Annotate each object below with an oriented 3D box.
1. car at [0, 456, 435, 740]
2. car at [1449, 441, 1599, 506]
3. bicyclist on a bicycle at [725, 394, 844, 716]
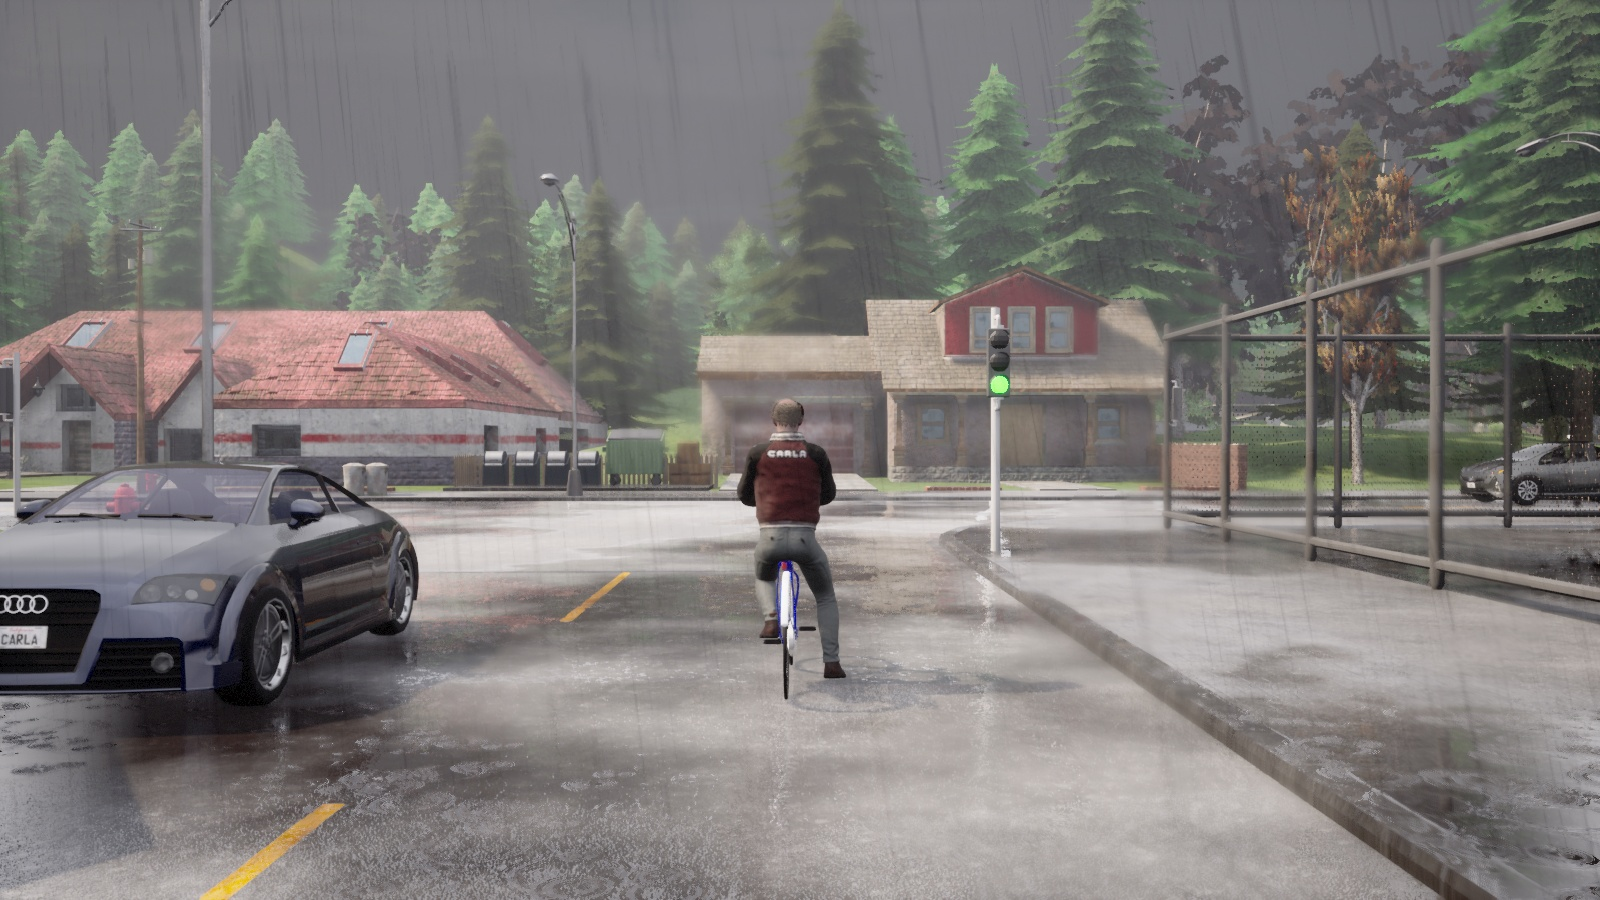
[{"bbox_3d":[-4.029,0.759,8.430,1.994,1.385,4.181,0,0,-1],"label":"car"},{"bbox_3d":[18.498,0.536,30.437,4.514,1.525,2.007,0,0,-1],"label":"car"},{"bbox_3d":[-0.070,0.573,7.862,0.659,1.776,1.843,0,1,1],"label":"bicyclist on a bicycle"}]
